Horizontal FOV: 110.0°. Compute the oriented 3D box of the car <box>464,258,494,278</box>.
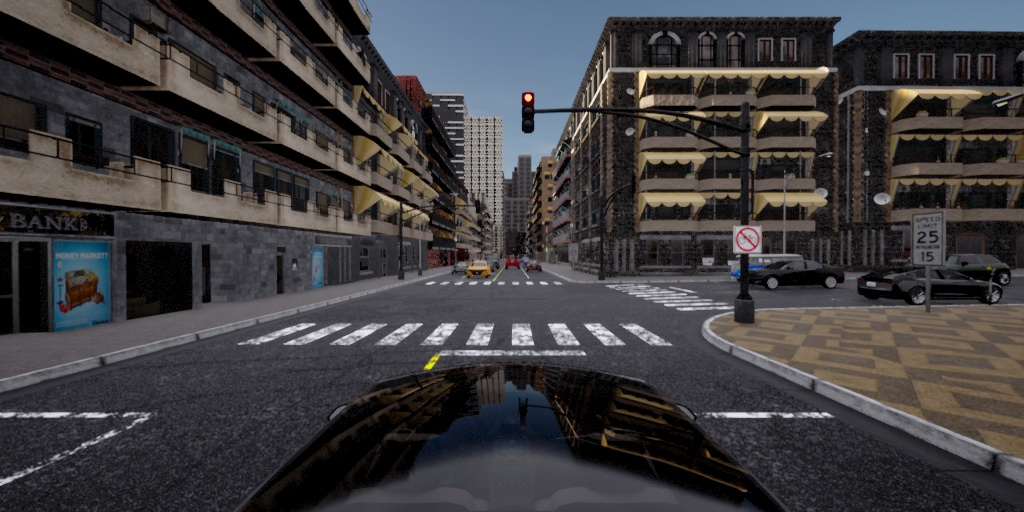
[{"bbox_3d":[-3.088,1.223,34.036,1.882,1.535,5.008,0,0,0],"label":"car"}]

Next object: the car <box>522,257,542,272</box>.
[{"bbox_3d":[2.706,1.188,45.494,1.967,1.591,4.097,0,0,0],"label":"car"}]

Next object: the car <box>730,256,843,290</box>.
[{"bbox_3d":[15.069,0.947,19.480,5.008,1.535,1.882,-1,1,-1],"label":"car"}]

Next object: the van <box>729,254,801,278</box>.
[{"bbox_3d":[15.663,0.778,22.083,3.998,1.789,1.690,0,0,-1],"label":"van"}]

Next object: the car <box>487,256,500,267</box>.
[{"bbox_3d":[-3.067,0.974,55.054,2.150,2.045,5.566,0,0,0],"label":"car"}]

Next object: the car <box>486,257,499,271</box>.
[{"bbox_3d":[-3.080,1.240,44.440,2.128,1.511,4.902,0,0,0],"label":"car"}]

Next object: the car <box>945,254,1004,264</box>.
[{"bbox_3d":[23.920,0.681,19.598,4.553,1.767,2.097,-1,1,-1],"label":"car"}]

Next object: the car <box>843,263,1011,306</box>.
[{"bbox_3d":[15.778,1.075,13.703,4.313,1.339,1.948,0,0,-1],"label":"car"}]

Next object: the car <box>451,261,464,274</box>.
[{"bbox_3d":[-5.676,1.297,39.975,2.007,1.370,4.403,0,0,0],"label":"car"}]

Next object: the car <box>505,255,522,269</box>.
[{"bbox_3d":[0.115,0.966,56.886,2.150,2.045,5.566,0,-1,1],"label":"car"}]
